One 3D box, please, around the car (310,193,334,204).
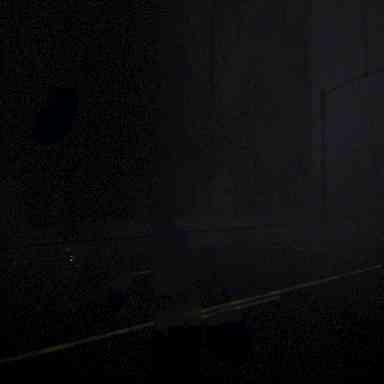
[{"bbox_3d":[16.777,0.804,43.395,3.806,1.475,1.970,-2,1,-35],"label":"car"}]
